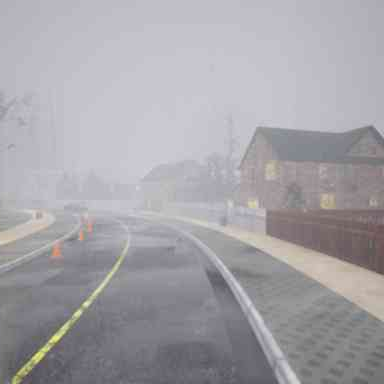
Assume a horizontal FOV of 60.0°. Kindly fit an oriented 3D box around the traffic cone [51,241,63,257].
[{"bbox_3d":[-5.090,2.136,12.529,0.340,0.580,0.340,0,-1,-6],"label":"traffic cone"}]

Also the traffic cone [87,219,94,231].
[{"bbox_3d":[-6.774,2.264,22.053,0.340,0.580,0.340,0,-1,-14],"label":"traffic cone"}]

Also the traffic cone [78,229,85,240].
[{"bbox_3d":[-5.778,2.201,17.318,0.340,0.580,0.340,0,-1,-10],"label":"traffic cone"}]

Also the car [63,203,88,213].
[{"bbox_3d":[-16.615,2.242,47.469,1.895,1.301,4.718,1,-1,-43],"label":"car"}]

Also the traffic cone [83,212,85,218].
[{"bbox_3d":[-11.573,2.442,35.731,0.340,0.580,0.340,1,-1,-25],"label":"traffic cone"}]
